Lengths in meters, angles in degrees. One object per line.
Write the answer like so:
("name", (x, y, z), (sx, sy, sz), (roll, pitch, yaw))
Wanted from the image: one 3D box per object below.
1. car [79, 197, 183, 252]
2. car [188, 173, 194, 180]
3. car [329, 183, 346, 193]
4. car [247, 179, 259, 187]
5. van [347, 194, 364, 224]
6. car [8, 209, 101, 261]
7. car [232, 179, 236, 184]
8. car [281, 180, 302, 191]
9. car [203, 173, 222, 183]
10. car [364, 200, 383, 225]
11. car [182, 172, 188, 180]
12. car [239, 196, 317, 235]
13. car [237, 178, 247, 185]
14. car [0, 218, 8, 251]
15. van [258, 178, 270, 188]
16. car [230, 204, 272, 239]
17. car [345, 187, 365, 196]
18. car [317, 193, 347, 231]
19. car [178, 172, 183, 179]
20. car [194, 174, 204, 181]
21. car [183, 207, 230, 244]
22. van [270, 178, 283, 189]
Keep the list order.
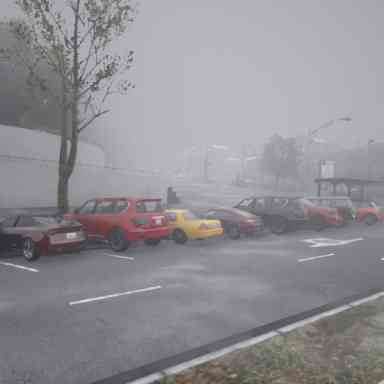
("car", (-3.475, 1.247, 14.075), (5.566, 2.045, 2.435), (-1, -1, 34))
("car", (1.905, -3.851, 87.349), (2.185, 1.767, 4.553), (6, 3, 34))
("car", (24.519, -0.427, 55.392), (2.435, 2.045, 5.566), (7, 3, 35))
("car", (14.238, -1.813, 70.337), (1.946, 1.575, 5.366), (7, 3, 35))
("van", (8.926, 1.296, 22.668), (4.442, 1.987, 1.878), (-1, -1, 35))
("car", (-5.919, 1.523, 12.329), (4.792, 1.488, 2.163), (-1, -1, 35))
("car", (10.662, -2.318, 75.118), (2.002, 1.452, 4.674), (7, 3, 35))
("car", (19.305, -0.993, 62.775), (2.231, 1.521, 4.892), (7, 3, 35))
("car", (5.553, -3.177, 82.626), (1.946, 1.575, 5.366), (7, 3, 34))
("car", (11.335, 1.402, 24.420), (4.553, 1.767, 2.185), (-1, -1, 35))
("car", (0.174, -4.086, 89.818), (2.185, 1.767, 4.553), (4, 1, 33))
("car", (3.876, 1.261, 19.291), (5.566, 2.045, 2.435), (-1, -1, 35))
("car", (12.406, -2.045, 72.657), (2.002, 1.452, 4.674), (7, 4, 35))
("car", (-8.338, 1.492, 10.581), (4.892, 1.521, 2.231), (-1, -1, 34))
("van", (15.814, -1.765, 67.607), (1.878, 1.987, 4.442), (7, 4, 35))
("car", (1.450, 1.547, 17.532), (4.674, 1.452, 2.002), (-1, -1, 35))
("car", (26.211, 0.135, 52.920), (2.002, 1.452, 4.674), (7, 3, 35))
("car", (6.389, 1.266, 20.997), (5.566, 2.045, 2.435), (-1, -1, 35))
("car", (-1.598, -4.363, 92.165), (2.435, 2.045, 5.566), (1, -1, 34))
("car", (3.701, -3.700, 84.884), (2.435, 2.045, 5.566), (7, 3, 34))
("car", (-1.156, 1.502, 15.903), (5.366, 1.575, 1.946), (-1, -1, 35))
("van", (17.544, -1.492, 65.136), (1.878, 1.987, 4.442), (7, 4, 35))
